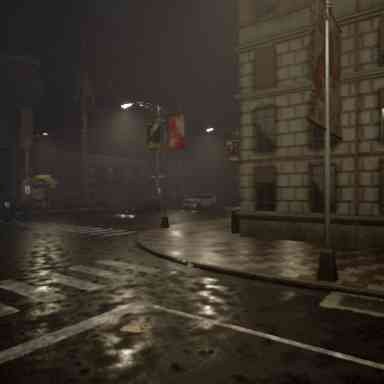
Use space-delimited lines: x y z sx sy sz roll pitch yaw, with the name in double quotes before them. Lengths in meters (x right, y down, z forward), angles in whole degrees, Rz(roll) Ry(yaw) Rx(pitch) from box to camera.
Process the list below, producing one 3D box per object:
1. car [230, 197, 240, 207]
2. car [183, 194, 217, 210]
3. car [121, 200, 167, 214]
"car" 7.955 1.500 51.640 5.008 1.535 1.882 0 0 -43
"car" 1.124 1.245 43.877 2.150 2.045 5.566 0 0 37
"car" -4.998 1.571 35.629 2.033 1.411 5.357 0 0 36
